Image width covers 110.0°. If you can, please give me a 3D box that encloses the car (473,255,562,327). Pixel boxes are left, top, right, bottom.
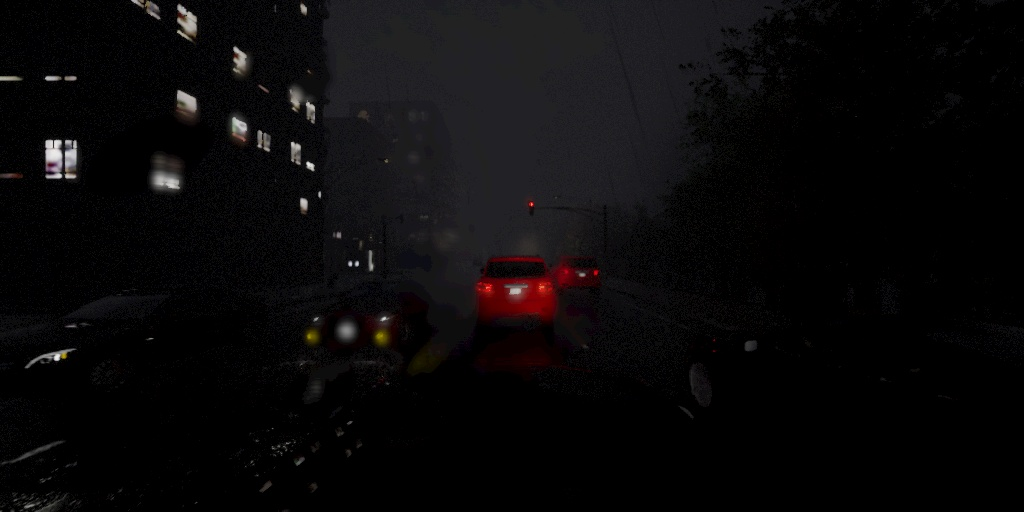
[{"bbox_3d":[0.110,0.996,11.788,2.150,2.045,5.566,0,0,0],"label":"car"}]

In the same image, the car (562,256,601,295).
[{"bbox_3d":[3.370,1.016,20.043,2.150,2.045,5.566,0,0,-1],"label":"car"}]

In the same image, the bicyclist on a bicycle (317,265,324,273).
[{"bbox_3d":[-24.839,1.443,46.559,0.582,1.620,1.656,-1,0,-1],"label":"bicyclist on a bicycle"}]

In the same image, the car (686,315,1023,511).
[{"bbox_3d":[3.353,1.231,2.980,1.882,1.535,5.008,0,0,0],"label":"car"}]

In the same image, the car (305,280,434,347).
[{"bbox_3d":[-3.339,1.332,9.230,1.994,1.385,4.181,0,0,0],"label":"car"}]

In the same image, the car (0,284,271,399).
[{"bbox_3d":[-6.594,1.287,6.641,1.812,1.442,4.674,0,0,0],"label":"car"}]
